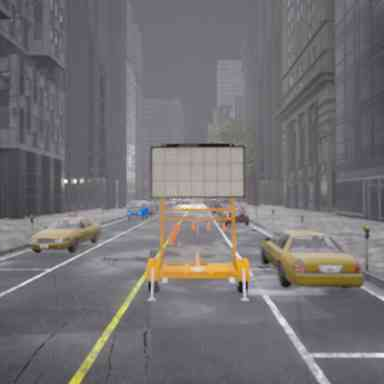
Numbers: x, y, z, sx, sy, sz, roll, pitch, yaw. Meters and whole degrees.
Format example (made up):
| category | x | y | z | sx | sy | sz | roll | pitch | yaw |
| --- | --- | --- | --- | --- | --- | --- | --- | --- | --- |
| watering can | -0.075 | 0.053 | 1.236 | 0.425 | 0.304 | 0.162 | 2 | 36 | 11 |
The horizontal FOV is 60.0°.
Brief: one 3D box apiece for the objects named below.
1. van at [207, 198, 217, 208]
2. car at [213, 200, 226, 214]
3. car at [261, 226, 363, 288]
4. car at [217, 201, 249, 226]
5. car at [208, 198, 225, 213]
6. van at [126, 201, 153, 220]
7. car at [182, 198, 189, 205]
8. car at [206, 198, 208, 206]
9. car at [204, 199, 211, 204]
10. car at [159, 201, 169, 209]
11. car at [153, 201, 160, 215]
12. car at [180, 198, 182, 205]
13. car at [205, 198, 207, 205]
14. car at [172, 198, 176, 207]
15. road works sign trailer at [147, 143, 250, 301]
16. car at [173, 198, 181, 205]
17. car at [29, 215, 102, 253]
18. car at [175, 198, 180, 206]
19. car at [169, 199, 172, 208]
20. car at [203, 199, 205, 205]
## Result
| category | x | y | z | sx | sy | sz | roll | pitch | yaw |
| --- | --- | --- | --- | --- | --- | --- | --- | --- | --- |
| van | 3.898 | 2.142 | 65.588 | 1.690 | 1.788 | 3.998 | 0 | -1 | 1 |
| car | 3.374 | 1.792 | 31.756 | 1.967 | 1.590 | 4.097 | 0 | -1 | 1 |
| car | 3.035 | 1.619 | 9.404 | 1.752 | 1.417 | 4.829 | 0 | 0 | 2 |
| car | 3.286 | 1.723 | 26.119 | 1.967 | 1.590 | 4.097 | 0 | -1 | 1 |
| car | 3.547 | 1.812 | 43.035 | 2.192 | 1.841 | 5.009 | 0 | -1 | 1 |
| van | -5.150 | 1.731 | 31.904 | 1.690 | 1.788 | 3.998 | 0 | -1 | 1 |
| car | -1.689 | 2.603 | 83.048 | 1.812 | 1.442 | 4.674 | 0 | -1 | 1 |
| car | 3.635 | 1.887 | 48.673 | 2.192 | 1.841 | 5.009 | 0 | -1 | 1 |
| car | 4.335 | 2.764 | 93.776 | 1.887 | 1.381 | 4.507 | 0 | -1 | 1 |
| car | -4.889 | 2.051 | 48.817 | 1.967 | 1.590 | 4.097 | 0 | -1 | 1 |
| car | -5.063 | 2.027 | 37.539 | 1.947 | 1.339 | 4.313 | 0 | -1 | 1 |
| car | -4.366 | 2.397 | 82.644 | 2.192 | 1.841 | 5.009 | 0 | -1 | 1 |
| car | 3.811 | 2.165 | 59.948 | 1.967 | 1.590 | 4.097 | 0 | -1 | 1 |
| car | -4.626 | 2.421 | 65.729 | 1.802 | 1.307 | 4.206 | 0 | -1 | 1 |
| road works sign trailer | 0.151 | 0.562 | 8.571 | 2.380 | 3.560 | 2.880 | 0 | -1 | 1 |
| car | -4.191 | 2.573 | 93.919 | 2.192 | 1.841 | 5.009 | 0 | -1 | 1 |
| car | -5.416 | 1.716 | 14.781 | 1.752 | 1.417 | 4.829 | 0 | 0 | 2 |
| car | -4.454 | 2.519 | 76.834 | 1.752 | 1.417 | 4.829 | 0 | -1 | 1 |
| car | -4.801 | 2.231 | 54.453 | 1.887 | 1.381 | 4.507 | 0 | -1 | 1 |
| car | 4.072 | 2.540 | 76.862 | 1.802 | 1.307 | 4.206 | 0 | -1 | 1 |
